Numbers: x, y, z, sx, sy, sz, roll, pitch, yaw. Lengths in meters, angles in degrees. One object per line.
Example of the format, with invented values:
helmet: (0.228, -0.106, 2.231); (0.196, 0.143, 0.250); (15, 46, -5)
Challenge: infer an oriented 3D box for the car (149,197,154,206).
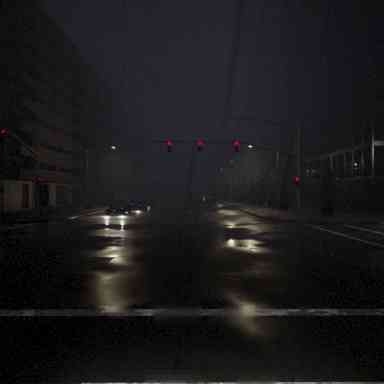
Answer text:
car: (-7.347, 1.547, 54.594); (2.033, 1.411, 5.357); (0, 0, 1)

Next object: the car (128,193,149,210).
car: (-7.457, 1.222, 44.130); (2.150, 2.045, 5.566); (0, 0, 1)

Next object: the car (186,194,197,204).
car: (-0.046, 1.564, 64.617); (1.994, 1.385, 4.181); (0, 0, 1)

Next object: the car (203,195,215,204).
car: (3.453, 1.491, 64.709); (2.128, 1.511, 4.902); (0, 0, 1)

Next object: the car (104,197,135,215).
car: (-7.471, 1.526, 34.219); (1.812, 1.442, 4.674); (0, 0, 0)

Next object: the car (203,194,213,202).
car: (3.456, 1.355, 74.574); (2.097, 1.767, 4.553); (0, 0, 1)
